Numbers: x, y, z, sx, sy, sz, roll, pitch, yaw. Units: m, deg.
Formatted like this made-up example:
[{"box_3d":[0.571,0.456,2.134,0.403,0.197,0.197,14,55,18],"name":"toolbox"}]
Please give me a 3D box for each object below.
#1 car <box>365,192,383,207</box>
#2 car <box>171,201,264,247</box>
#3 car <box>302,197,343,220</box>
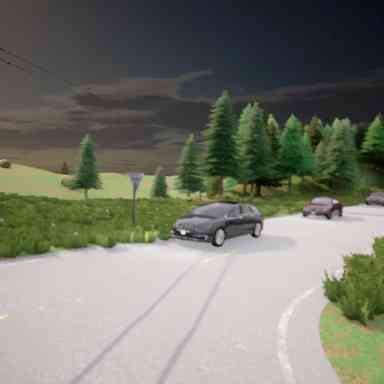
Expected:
[{"box_3d":[22.598,0.820,40.374,2.097,1.767,4.553,4,3,38],"name":"car"},{"box_3d":[1.201,1.142,13.356,1.837,1.490,4.892,4,3,38],"name":"car"},{"box_3d":[9.437,1.096,23.815,1.812,1.442,4.674,4,3,38],"name":"car"}]
